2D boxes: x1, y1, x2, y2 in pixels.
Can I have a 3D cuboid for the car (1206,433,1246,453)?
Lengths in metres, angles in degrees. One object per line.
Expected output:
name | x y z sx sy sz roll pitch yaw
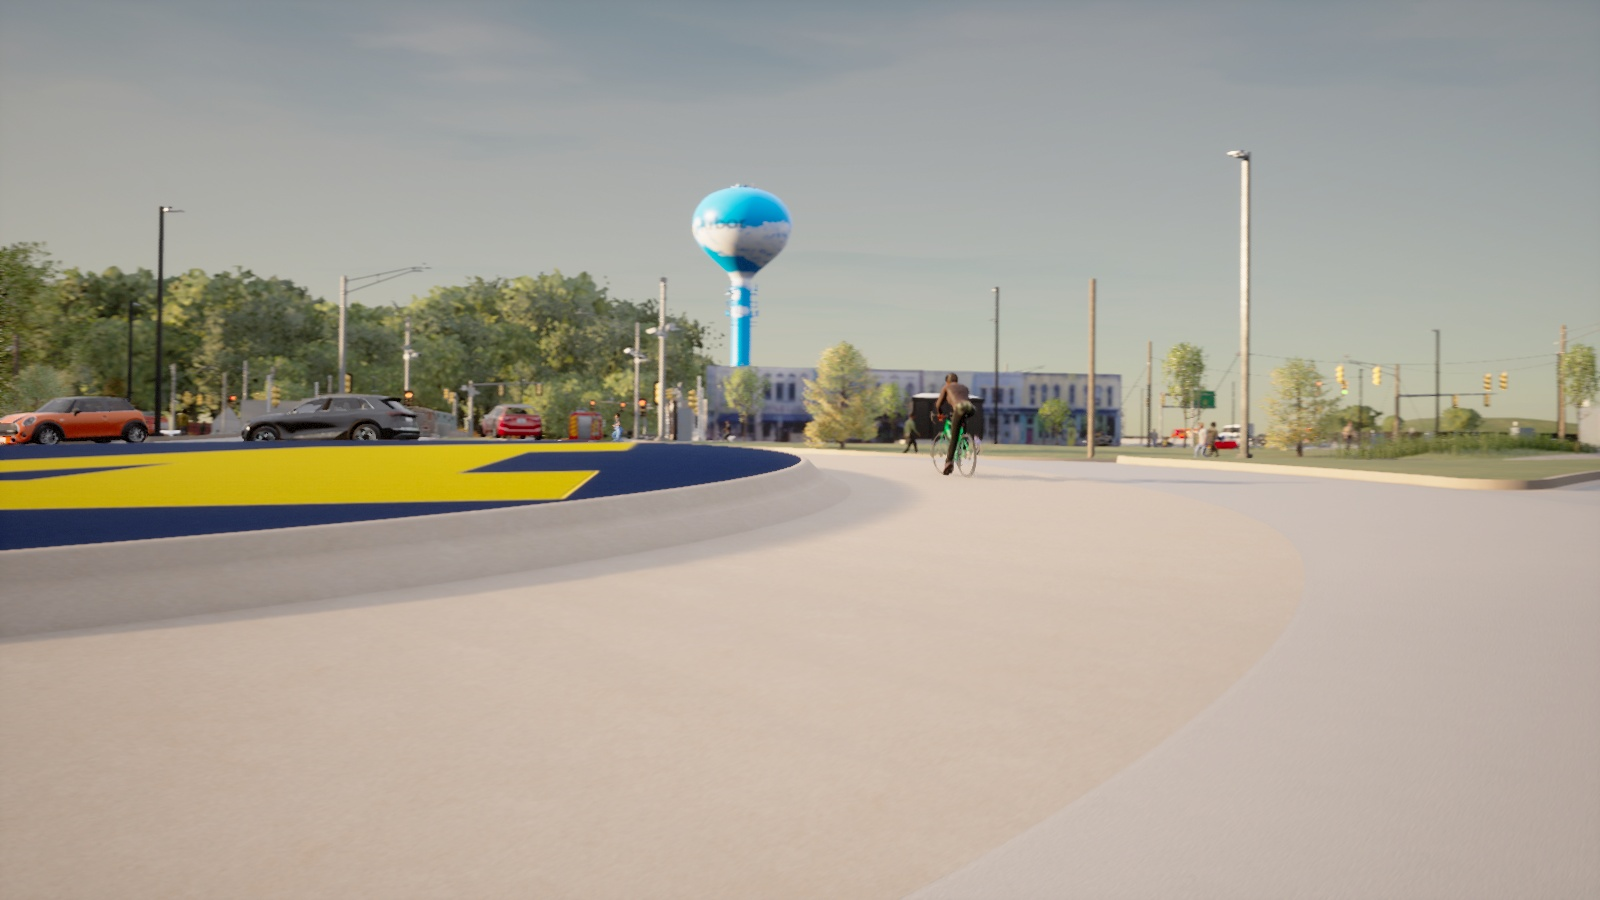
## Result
car | 29.541 -0.497 87.117 2.207 1.376 1.481 0 -1 -24

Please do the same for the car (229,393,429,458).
car | -13.234 -0.663 35.480 4.856 1.649 2.033 -1 -1 4

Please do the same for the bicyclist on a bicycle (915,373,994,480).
bicyclist on a bicycle | 2.407 -0.385 19.762 0.582 1.620 1.656 0 2 -17

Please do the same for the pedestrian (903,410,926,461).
pedestrian | 4.478 -0.556 49.060 0.788 1.949 0.423 1 -1 -15

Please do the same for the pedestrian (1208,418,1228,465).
pedestrian | 17.256 -0.362 51.869 0.692 1.930 0.396 1 -1 -20

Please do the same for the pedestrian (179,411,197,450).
pedestrian | -29.796 -0.948 61.135 0.431 1.840 0.709 0 -1 9

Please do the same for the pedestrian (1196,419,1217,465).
pedestrian | 16.327 -0.331 50.488 0.706 1.836 0.354 1 -1 -10

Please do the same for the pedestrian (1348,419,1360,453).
pedestrian | 29.983 -0.739 68.015 0.345 1.836 0.594 1 -1 -7

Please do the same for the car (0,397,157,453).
car | -24.518 -0.874 42.364 2.097 1.767 4.553 0 3 29

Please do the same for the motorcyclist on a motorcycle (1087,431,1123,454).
motorcyclist on a motorcycle | 20.687 -0.528 85.146 2.191 1.530 0.866 0 -1 -6

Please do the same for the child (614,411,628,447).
child | -6.405 -0.750 44.929 0.437 1.263 0.270 1 -1 -23

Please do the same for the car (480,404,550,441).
car | -13.450 -1.286 59.022 2.242 1.667 4.611 0 1 -26
